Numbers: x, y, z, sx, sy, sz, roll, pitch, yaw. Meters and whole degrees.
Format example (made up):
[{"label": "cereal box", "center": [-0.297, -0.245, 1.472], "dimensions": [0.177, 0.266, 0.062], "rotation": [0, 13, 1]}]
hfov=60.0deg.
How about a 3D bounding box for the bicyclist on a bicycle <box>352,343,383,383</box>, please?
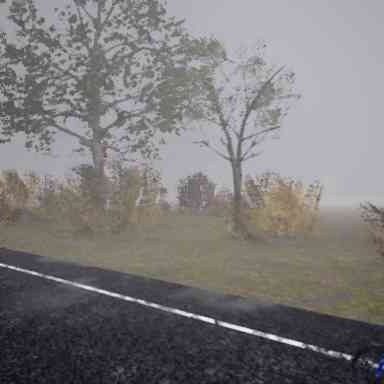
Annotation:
[{"label": "bicyclist on a bicycle", "center": [2.423, 1.437, 3.350], "dimensions": [1.509, 1.612, 0.866], "rotation": [0, 0, 35]}]
